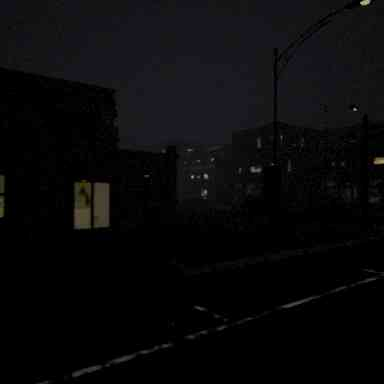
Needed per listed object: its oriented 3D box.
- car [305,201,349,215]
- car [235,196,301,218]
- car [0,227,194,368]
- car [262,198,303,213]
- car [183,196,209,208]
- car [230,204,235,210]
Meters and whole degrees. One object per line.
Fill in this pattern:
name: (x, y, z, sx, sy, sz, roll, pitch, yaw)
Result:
car: (13.307, 1.541, 32.924, 1.947, 1.339, 4.313, 0, 0, -35)
car: (6.423, 1.233, 28.144, 2.192, 1.841, 5.009, 0, 0, -35)
car: (-2.044, 1.430, 5.085, 4.097, 1.590, 1.967, -1, 1, -36)
car: (10.141, 1.467, 37.482, 1.967, 1.590, 4.097, 0, 0, -35)
car: (0.645, 1.498, 51.153, 2.192, 1.841, 5.009, 0, 0, -35)
car: (6.879, 1.606, 42.178, 1.752, 1.417, 4.829, 0, 0, -35)
